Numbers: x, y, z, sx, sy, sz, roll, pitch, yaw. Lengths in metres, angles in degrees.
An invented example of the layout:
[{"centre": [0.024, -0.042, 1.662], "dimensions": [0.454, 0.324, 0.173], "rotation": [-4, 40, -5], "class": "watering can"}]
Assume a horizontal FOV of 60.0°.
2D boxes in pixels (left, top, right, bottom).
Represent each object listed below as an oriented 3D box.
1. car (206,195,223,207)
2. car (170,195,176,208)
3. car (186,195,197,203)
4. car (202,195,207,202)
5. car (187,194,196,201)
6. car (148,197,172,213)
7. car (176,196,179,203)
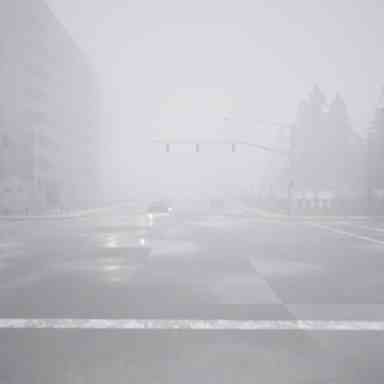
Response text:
[{"centre": [3.520, 1.441, 48.988], "dimensions": [1.882, 1.535, 5.008], "rotation": [0, 0, 0], "class": "car"}, {"centre": [-3.664, 1.529, 47.035], "dimensions": [1.994, 1.385, 4.181], "rotation": [0, 0, 0], "class": "car"}, {"centre": [-0.108, 1.429, 66.244], "dimensions": [1.882, 1.535, 5.008], "rotation": [0, 0, 0], "class": "car"}, {"centre": [3.375, 1.422, 76.154], "dimensions": [1.882, 1.535, 5.008], "rotation": [0, 0, 0], "class": "car"}, {"centre": [-0.123, 1.327, 75.494], "dimensions": [2.128, 1.511, 4.902], "rotation": [0, 0, 0], "class": "car"}, {"centre": [-3.647, 1.537, 36.473], "dimensions": [1.994, 1.385, 4.181], "rotation": [0, 0, 0], "class": "car"}, {"centre": [-3.632, 1.457, 65.379], "dimensions": [1.837, 1.490, 4.892], "rotation": [0, 0, 0], "class": "car"}]
